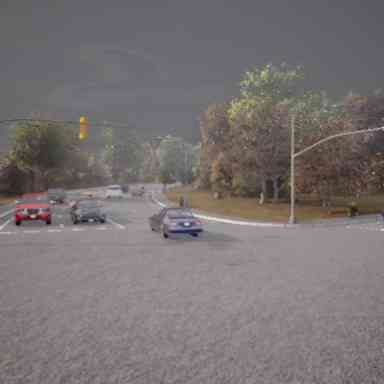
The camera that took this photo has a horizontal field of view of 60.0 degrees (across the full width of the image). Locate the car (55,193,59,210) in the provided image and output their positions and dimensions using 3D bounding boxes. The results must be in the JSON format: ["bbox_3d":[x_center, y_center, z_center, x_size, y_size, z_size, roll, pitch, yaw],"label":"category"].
[{"bbox_3d":[-14.641,1.210,32.989,1.837,1.490,4.892,0,2,-18],"label":"car"}]

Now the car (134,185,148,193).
[{"bbox_3d":[-10.383,-0.647,67.603,2.128,1.511,4.902,0,4,-1],"label":"car"}]

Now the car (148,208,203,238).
[{"bbox_3d":[-1.032,1.566,17.963,2.033,1.411,5.357,0,0,-18],"label":"car"}]

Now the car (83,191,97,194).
[{"bbox_3d":[-10.746,1.120,32.481,2.097,1.767,4.553,0,2,-19],"label":"car"}]

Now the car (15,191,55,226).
[{"bbox_3d":[-11.161,1.165,23.723,2.150,2.045,5.566,0,1,-22],"label":"car"}]

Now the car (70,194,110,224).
[{"bbox_3d":[-7.652,1.313,24.509,2.097,1.767,4.553,0,1,-23],"label":"car"}]

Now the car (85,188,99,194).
[{"bbox_3d":[-15.696,0.141,51.683,2.097,1.767,4.553,0,3,-10],"label":"car"}]

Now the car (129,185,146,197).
[{"bbox_3d":[-9.302,0.002,57.403,2.128,1.511,4.902,0,4,-7],"label":"car"}]

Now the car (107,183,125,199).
[{"bbox_3d":[-12.169,-0.010,52.683,2.150,2.045,5.566,0,3,-9],"label":"car"}]

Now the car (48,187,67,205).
[{"bbox_3d":[-17.537,0.473,43.025,2.150,2.045,5.566,0,3,-13],"label":"car"}]

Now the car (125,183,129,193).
[{"bbox_3d":[-13.824,-0.841,66.045,2.150,2.045,5.566,0,4,-1],"label":"car"}]

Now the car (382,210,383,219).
[{"bbox_3d":[15.890,1.221,23.930,5.566,2.045,2.150,-1,0,-37],"label":"car"}]
